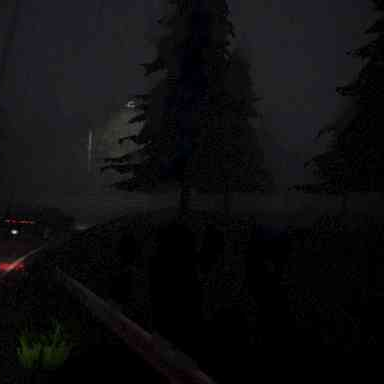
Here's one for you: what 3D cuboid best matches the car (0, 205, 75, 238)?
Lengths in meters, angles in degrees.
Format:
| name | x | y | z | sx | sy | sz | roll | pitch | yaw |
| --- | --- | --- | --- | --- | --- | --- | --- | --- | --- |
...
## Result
| name | x | y | z | sx | sy | sz | roll | pitch | yaw |
| --- | --- | --- | --- | --- | --- | --- | --- | --- | --- |
| car | -7.401 | 1.409 | 16.491 | 1.837 | 1.490 | 4.892 | 4 | 1 | 2 |
